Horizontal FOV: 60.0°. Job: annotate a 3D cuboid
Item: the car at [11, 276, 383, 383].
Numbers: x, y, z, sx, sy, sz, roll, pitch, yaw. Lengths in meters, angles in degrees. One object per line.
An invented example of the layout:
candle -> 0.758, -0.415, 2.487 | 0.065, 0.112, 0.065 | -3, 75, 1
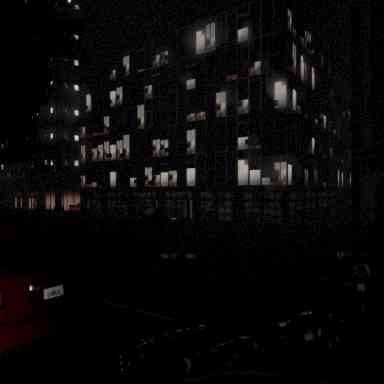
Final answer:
car -> 0.850, 1.566, 2.272 | 4.313, 1.339, 1.947 | 0, 0, 36

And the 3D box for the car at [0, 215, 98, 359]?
car -> -3.645, 1.315, 5.481 | 5.009, 1.841, 2.192 | 0, 0, 36
